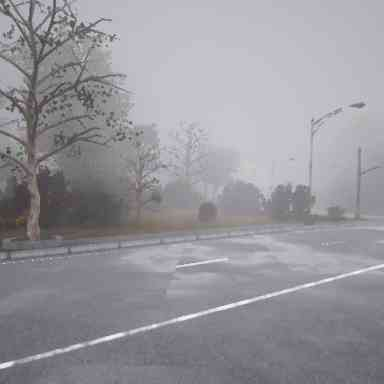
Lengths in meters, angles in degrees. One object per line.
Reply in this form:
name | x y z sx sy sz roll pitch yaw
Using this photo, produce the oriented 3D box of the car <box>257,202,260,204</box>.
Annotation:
car | 11.224 1.987 59.459 2.128 1.511 4.902 3 1 -14
